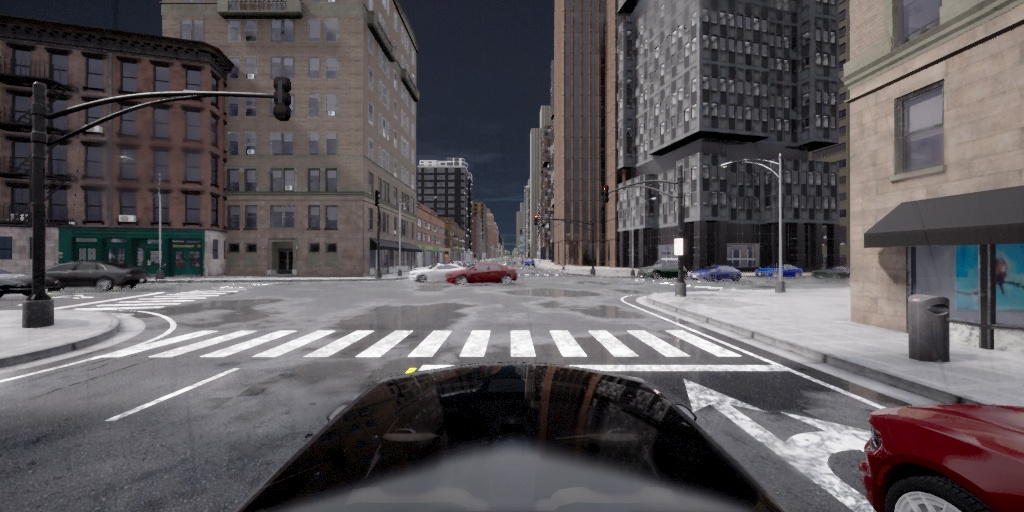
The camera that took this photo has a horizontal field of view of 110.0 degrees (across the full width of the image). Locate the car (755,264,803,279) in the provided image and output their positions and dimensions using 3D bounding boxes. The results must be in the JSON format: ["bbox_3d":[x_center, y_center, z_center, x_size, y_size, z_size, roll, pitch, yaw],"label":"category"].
[{"bbox_3d":[28.182,1.617,37.932,5.008,1.535,1.882,1,-1,-14],"label":"car"}]

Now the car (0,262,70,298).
[{"bbox_3d":[-22.317,1.032,14.441,5.357,1.411,2.033,1,0,-16],"label":"car"}]

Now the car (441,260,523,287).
[{"bbox_3d":[-2.068,1.230,24.762,5.008,1.535,1.882,0,0,-19],"label":"car"}]

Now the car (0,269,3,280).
[{"bbox_3d":[-21.029,1.021,11.451,5.357,1.411,2.033,1,0,-13],"label":"car"}]

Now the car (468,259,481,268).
[{"bbox_3d":[-6.673,1.326,64.625,1.994,1.385,4.181,0,0,0],"label":"car"}]

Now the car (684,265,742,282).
[{"bbox_3d":[17.981,1.520,31.623,4.674,1.442,1.812,1,0,-17],"label":"car"}]

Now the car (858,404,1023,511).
[{"bbox_3d":[3.353,1.228,0.399,1.882,1.535,5.008,0,0,0],"label":"car"}]

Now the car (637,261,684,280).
[{"bbox_3d":[14.207,1.329,33.975,4.553,1.767,2.097,1,0,-16],"label":"car"}]

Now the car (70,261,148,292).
[{"bbox_3d":[-21.818,1.023,18.189,4.892,1.490,1.837,1,0,-17],"label":"car"}]

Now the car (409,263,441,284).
[{"bbox_3d":[-5.319,1.272,27.056,4.674,1.442,1.812,0,0,-19],"label":"car"}]

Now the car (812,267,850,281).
[{"bbox_3d":[32.436,1.765,35.676,4.718,1.301,1.895,1,0,-14],"label":"car"}]
